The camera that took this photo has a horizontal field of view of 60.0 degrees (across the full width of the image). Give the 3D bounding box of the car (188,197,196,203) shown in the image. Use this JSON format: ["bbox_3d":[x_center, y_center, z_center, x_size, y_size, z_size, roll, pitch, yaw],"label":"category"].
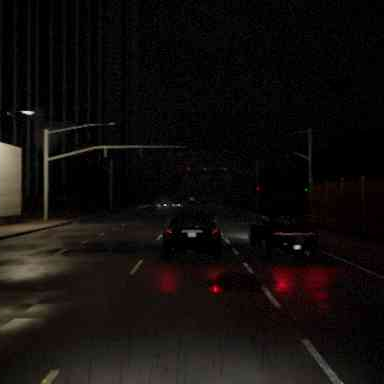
[{"bbox_3d":[-0.016,2.559,87.306,1.895,1.301,4.718,0,-1,0],"label":"car"}]

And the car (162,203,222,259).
[{"bbox_3d":[0.015,1.501,13.406,2.097,1.767,4.553,0,-1,0],"label":"car"}]

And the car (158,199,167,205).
[{"bbox_3d":[-7.014,2.415,80.282,1.812,1.442,4.674,0,-1,0],"label":"car"}]

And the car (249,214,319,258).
[{"bbox_3d":[3.515,1.643,13.481,2.128,1.511,4.902,0,0,0],"label":"car"}]

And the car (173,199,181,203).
[{"bbox_3d":[-3.514,2.430,80.282,2.033,1.411,5.357,0,-1,0],"label":"car"}]

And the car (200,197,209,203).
[{"bbox_3d":[3.484,2.485,87.208,1.812,1.442,4.674,0,-1,0],"label":"car"}]
